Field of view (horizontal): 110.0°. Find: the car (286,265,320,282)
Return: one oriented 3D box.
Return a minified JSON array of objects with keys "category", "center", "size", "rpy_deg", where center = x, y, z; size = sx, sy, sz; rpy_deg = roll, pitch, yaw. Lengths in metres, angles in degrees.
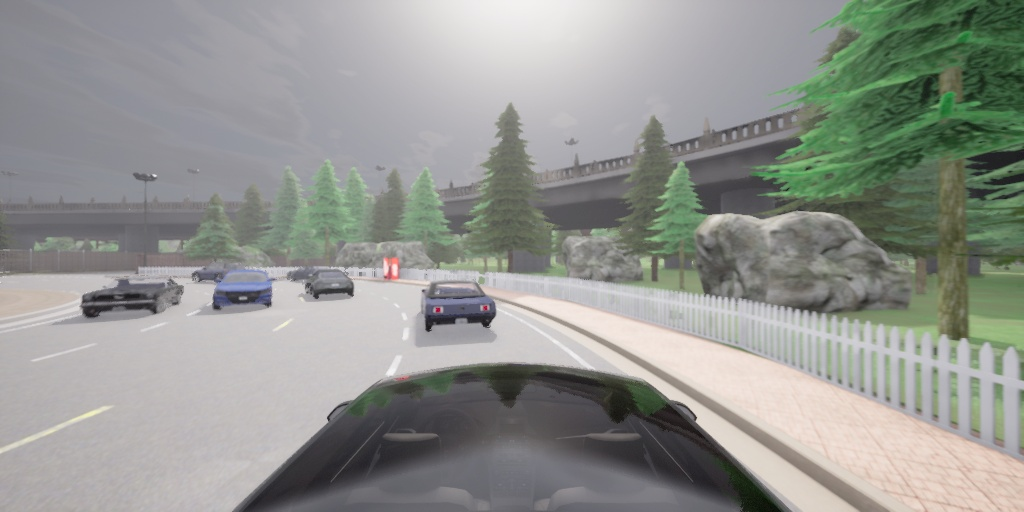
[{"category":"car","center":[-17.133,1.513,30.839],"size":[5.357,1.411,2.033],"rpy_deg":[0,0,31]}]

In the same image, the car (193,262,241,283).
[{"category":"car","center":[-24.641,1.338,30.338],"size":[4.553,1.767,2.097],"rpy_deg":[0,0,21]}]

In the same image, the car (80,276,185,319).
[{"category":"car","center":[-14.291,1.462,13.794],"size":[1.895,1.301,4.718],"rpy_deg":[0,0,-33]}]

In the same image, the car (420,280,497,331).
[{"category":"car","center":[-1.903,1.411,11.395],"size":[1.895,1.301,4.718],"rpy_deg":[0,0,-16]}]

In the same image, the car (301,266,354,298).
[{"category":"car","center":[-10.120,1.447,19.793],"size":[1.994,1.385,4.181],"rpy_deg":[0,0,-35]}]

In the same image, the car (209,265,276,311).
[{"category":"car","center":[-11.523,1.341,15.633],"size":[1.882,1.535,5.008],"rpy_deg":[1,-1,-34]}]

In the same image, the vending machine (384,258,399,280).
[{"category":"vending machine","center":[-10.486,1.143,31.174],"size":[0.880,2.100,1.100],"rpy_deg":[0,0,39]}]
